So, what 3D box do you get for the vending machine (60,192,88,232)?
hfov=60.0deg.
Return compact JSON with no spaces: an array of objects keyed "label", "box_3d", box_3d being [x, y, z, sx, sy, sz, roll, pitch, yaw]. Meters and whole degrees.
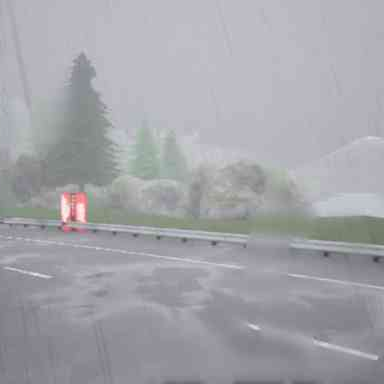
[{"label":"vending machine","box_3d":[-6.426,1.037,18.107,0.880,2.100,1.100,0,1,30]}]
